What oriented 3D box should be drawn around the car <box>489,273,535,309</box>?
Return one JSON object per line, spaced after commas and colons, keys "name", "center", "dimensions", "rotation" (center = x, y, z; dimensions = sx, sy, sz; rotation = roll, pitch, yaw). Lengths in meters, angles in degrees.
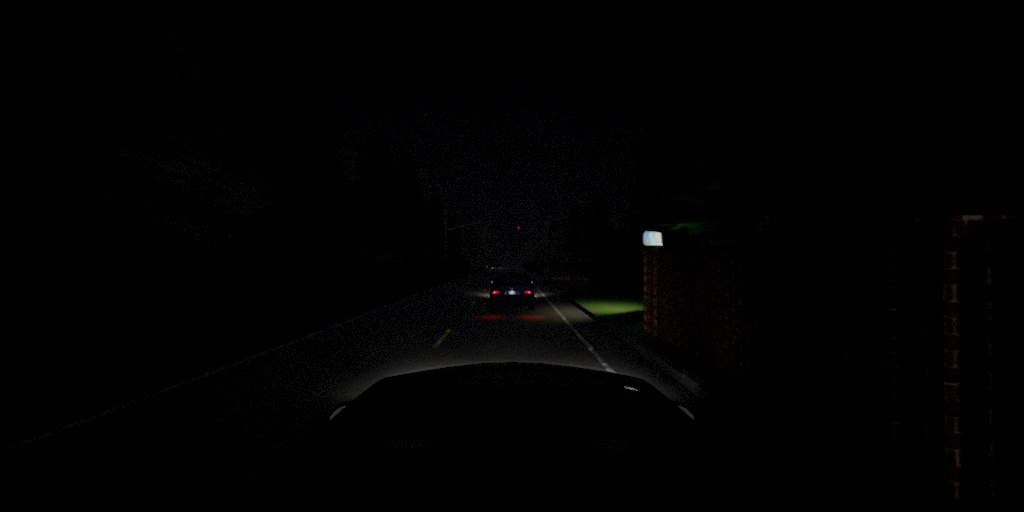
{"name": "car", "center": [-0.001, 1.435, 15.830], "dimensions": [2.033, 1.411, 5.357], "rotation": [0, -1, 0]}
